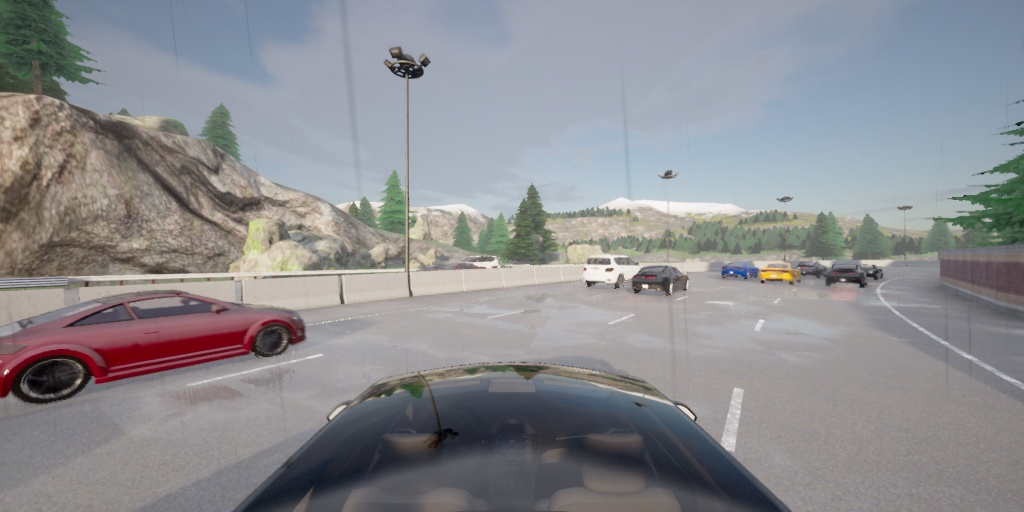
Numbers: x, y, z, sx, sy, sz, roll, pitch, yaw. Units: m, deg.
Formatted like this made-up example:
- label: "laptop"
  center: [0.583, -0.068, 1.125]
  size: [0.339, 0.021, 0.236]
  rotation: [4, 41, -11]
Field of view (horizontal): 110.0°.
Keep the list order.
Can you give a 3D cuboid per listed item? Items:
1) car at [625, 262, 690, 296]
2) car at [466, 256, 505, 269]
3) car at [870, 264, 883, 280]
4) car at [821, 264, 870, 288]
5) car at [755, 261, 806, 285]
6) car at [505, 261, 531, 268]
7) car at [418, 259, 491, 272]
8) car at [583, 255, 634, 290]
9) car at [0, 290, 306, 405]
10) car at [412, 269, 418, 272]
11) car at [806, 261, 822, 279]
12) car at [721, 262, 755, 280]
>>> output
- label: "car"
  center: [8.154, 1.251, 19.445]
  size: [1.837, 1.490, 4.892]
  rotation: [0, 0, 41]
- label: "car"
  center: [-3.758, 0.966, 37.821]
  size: [2.150, 2.045, 5.566]
  rotation: [0, 0, 44]
- label: "car"
  center: [30.425, 1.345, 30.910]
  size: [4.718, 1.301, 1.895]
  rotation: [0, 0, -39]
- label: "car"
  center: [22.481, 1.250, 24.080]
  size: [4.892, 1.490, 1.837]
  rotation: [0, 0, -43]
- label: "car"
  center: [19.761, 1.223, 26.323]
  size: [5.008, 1.535, 1.882]
  rotation: [0, 0, -44]
- label: "car"
  center: [0.164, 1.344, 46.613]
  size: [4.718, 1.301, 1.895]
  rotation: [0, 0, -43]
- label: "car"
  center: [-4.183, 1.224, 26.869]
  size: [1.882, 1.535, 5.008]
  rotation: [0, 0, 41]
- label: "car"
  center: [6.655, 0.968, 23.059]
  size: [2.150, 2.045, 5.566]
  rotation: [0, 0, 41]
- label: "car"
  center: [-6.182, 1.314, 6.513]
  size: [1.994, 1.385, 4.181]
  rotation: [0, 0, 34]
- label: "car"
  center: [-6.313, 1.310, 29.722]
  size: [1.994, 1.385, 4.181]
  rotation: [0, 0, 41]
- label: "car"
  center: [27.707, 1.235, 33.195]
  size: [4.902, 1.511, 2.128]
  rotation: [0, 0, -39]
- label: "car"
  center: [20.021, 1.222, 31.308]
  size: [5.008, 1.535, 1.882]
  rotation: [0, 0, -42]
